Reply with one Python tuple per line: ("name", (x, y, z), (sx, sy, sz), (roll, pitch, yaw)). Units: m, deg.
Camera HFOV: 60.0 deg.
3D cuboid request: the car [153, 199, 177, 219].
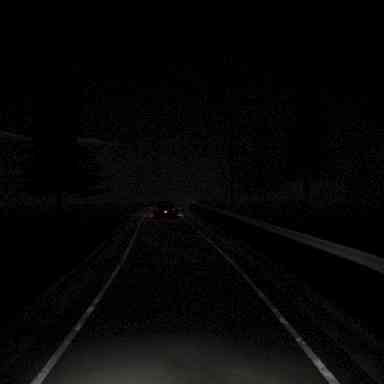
("car", (-2.309, 1.554, 28.737), (1.994, 1.385, 4.181), (0, 0, -5))
